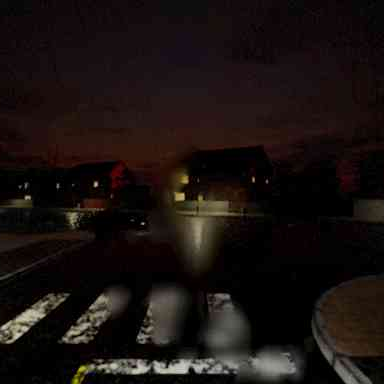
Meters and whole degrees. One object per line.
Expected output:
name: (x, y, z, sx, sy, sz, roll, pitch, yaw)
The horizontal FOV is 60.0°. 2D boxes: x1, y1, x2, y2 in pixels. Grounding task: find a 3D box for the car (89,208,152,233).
car: (-4.516, 1.693, 20.816, 4.181, 1.385, 1.994, 0, -1, 35)
